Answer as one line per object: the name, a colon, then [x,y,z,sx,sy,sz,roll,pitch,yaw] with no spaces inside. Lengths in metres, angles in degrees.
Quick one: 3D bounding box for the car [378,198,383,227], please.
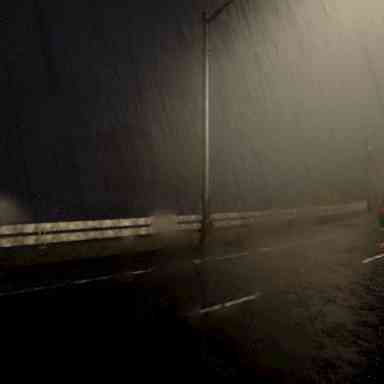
car: [14.188,1.265,22.215,2.150,2.045,5.566,0,0,43]
